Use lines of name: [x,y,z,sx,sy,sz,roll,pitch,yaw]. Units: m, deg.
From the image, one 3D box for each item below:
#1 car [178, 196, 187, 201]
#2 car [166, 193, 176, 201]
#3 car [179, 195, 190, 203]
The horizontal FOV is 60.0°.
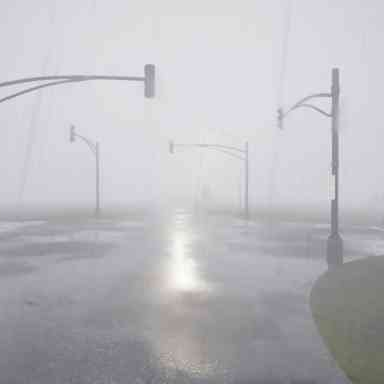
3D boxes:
car: [-2.251,1.559,79.939,1.895,1.301,4.718,0,0,-4]
car: [-4.633,1.013,73.958,2.097,1.767,4.553,0,0,-3]
car: [-1.645,1.384,69.865,2.097,1.767,4.553,0,0,-3]
